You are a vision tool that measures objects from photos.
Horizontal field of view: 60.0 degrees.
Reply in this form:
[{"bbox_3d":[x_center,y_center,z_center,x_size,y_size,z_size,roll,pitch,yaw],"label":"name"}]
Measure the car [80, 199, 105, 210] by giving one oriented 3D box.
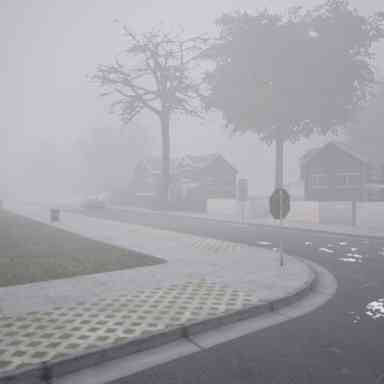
[{"bbox_3d":[-12.351,1.504,41.271,1.994,1.385,4.181,0,0,-36],"label":"car"}]
